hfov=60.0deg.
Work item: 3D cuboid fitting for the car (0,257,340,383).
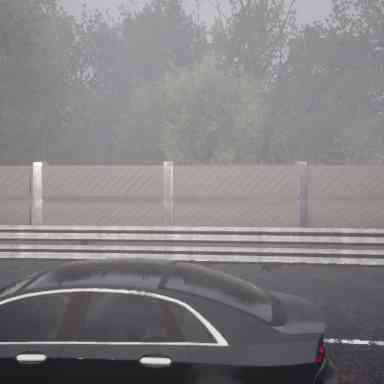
[{"bbox_3d":[-1.126,1.505,3.449,4.892,1.490,1.837,0,0,5],"label":"car"}]
